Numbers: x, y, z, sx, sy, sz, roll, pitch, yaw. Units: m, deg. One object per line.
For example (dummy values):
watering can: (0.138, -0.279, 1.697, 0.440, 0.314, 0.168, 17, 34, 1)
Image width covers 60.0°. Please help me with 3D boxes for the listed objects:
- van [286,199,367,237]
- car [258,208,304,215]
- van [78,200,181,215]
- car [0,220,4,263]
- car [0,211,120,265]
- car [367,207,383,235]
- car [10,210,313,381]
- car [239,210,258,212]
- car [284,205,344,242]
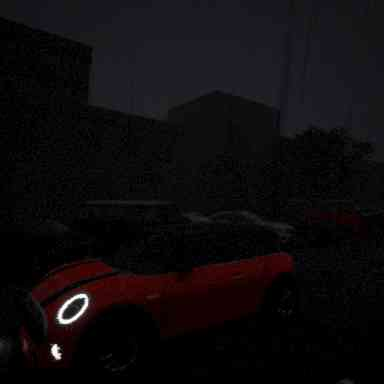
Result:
van: (7.066, 1.400, 18.719, 4.442, 1.987, 1.878, -1, -1, 35)
car: (2.378, 1.580, 15.271, 4.674, 1.452, 2.002, -1, -1, 35)
van: (-2.506, 1.270, 11.936, 4.442, 1.987, 1.878, -1, -1, 35)
car: (-7.162, 1.502, 8.452, 4.792, 1.488, 2.163, -1, -1, 35)
car: (-4.805, 1.480, 10.172, 5.008, 1.535, 2.097, -1, -1, 35)
car: (9.550, 1.695, 20.342, 5.008, 1.535, 2.097, 0, -2, 35)
car: (-0.311, 1.362, 5.597, 4.553, 1.767, 2.097, 0, 0, -35)
car: (-0.019, 1.555, 13.571, 4.674, 1.452, 2.002, -1, -1, 35)
car: (4.791, 1.603, 16.940, 4.792, 1.488, 2.163, -1, -1, 35)
